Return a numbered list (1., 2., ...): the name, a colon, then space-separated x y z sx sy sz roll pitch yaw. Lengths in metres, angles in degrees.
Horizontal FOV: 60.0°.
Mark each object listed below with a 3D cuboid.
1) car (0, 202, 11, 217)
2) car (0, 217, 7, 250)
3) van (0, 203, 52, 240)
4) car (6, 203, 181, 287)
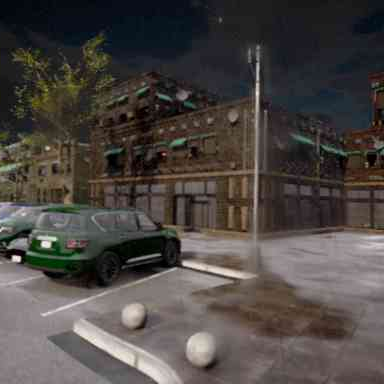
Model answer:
1. car: -6.527 1.555 14.762 2.435 2.045 5.566 1 -2 26
2. car: -4.469 1.816 12.623 2.163 1.488 4.792 1 -2 26
3. van: -10.585 1.628 19.151 1.878 1.987 4.442 0 -3 26
4. car: -2.406 1.518 10.562 2.435 2.045 5.566 0 -3 26
